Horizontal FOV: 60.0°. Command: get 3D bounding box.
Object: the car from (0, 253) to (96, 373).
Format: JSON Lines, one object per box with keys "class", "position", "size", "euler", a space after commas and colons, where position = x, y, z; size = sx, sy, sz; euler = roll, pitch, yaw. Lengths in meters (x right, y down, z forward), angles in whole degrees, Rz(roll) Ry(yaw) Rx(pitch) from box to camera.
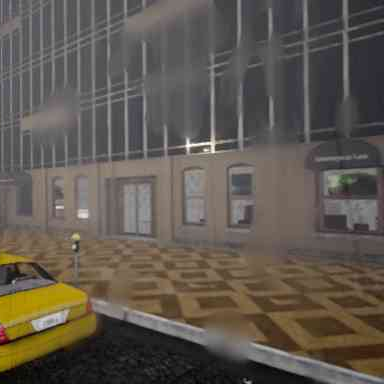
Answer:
{"class": "car", "position": [-3.628, 1.579, 5.464], "size": [4.829, 1.417, 1.752], "euler": [-1, -1, 35]}
